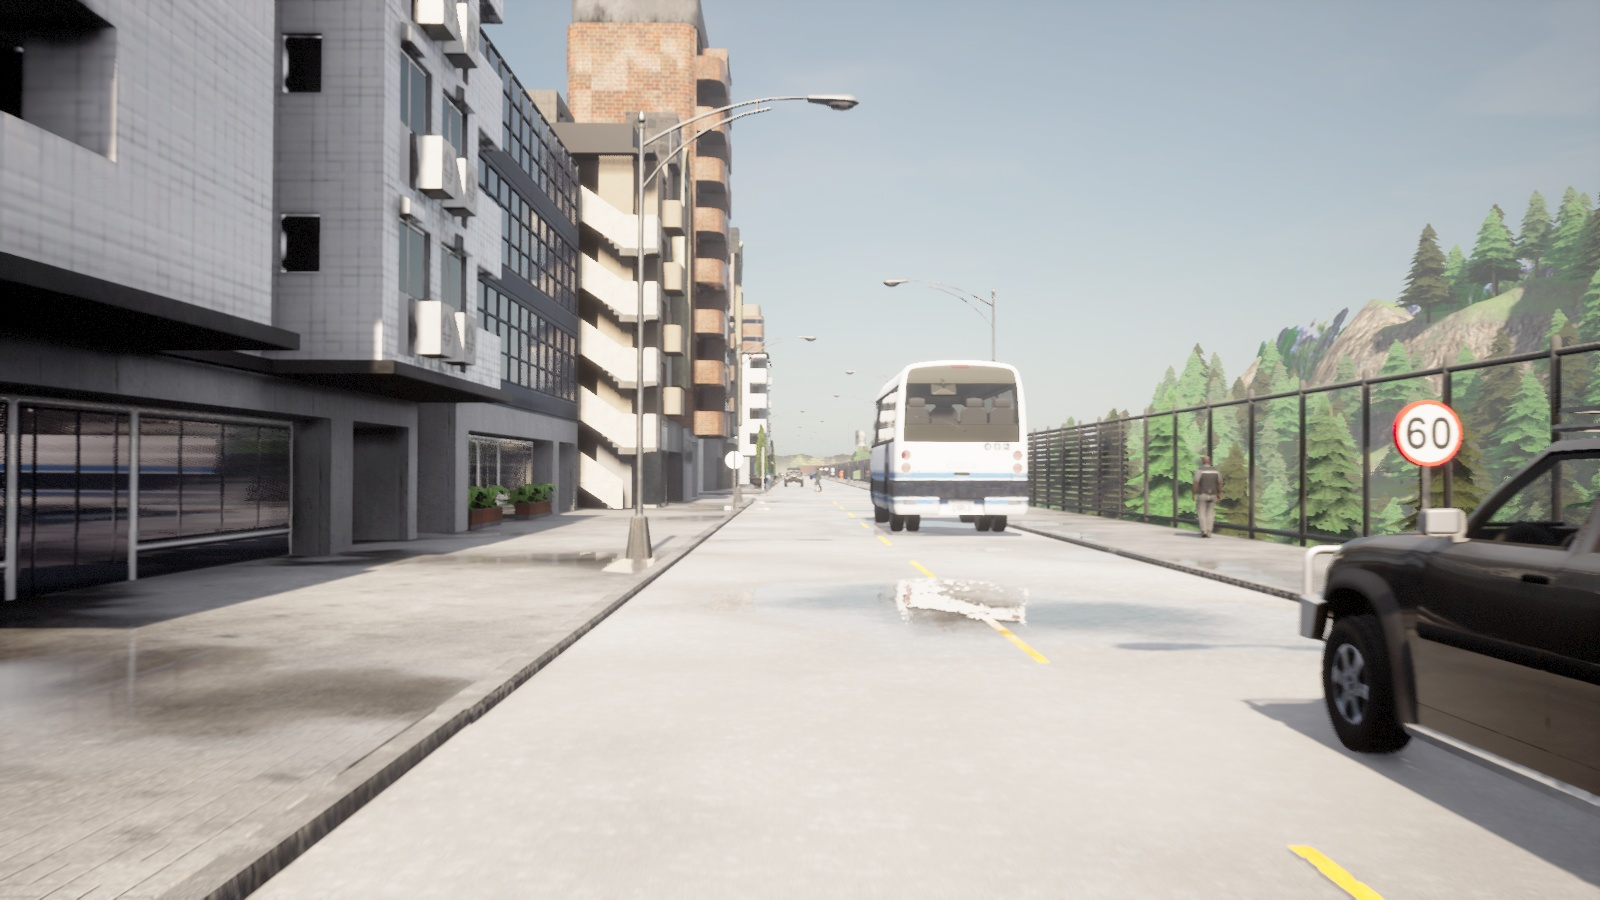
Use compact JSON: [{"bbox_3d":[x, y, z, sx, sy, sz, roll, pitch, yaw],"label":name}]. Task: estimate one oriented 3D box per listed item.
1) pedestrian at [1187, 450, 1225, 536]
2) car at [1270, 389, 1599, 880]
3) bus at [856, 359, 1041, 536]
[{"bbox_3d":[9.061,0.954,28.061,0.563,1.883,0.849,0,-1,1],"label":"pedestrian"},{"bbox_3d":[3.976,0.709,5.673,1.932,1.855,4.605,0,-1,0],"label":"car"},{"bbox_3d":[3.809,0.014,35.418,3.944,4.253,10.273,0,-1,0],"label":"bus"}]
